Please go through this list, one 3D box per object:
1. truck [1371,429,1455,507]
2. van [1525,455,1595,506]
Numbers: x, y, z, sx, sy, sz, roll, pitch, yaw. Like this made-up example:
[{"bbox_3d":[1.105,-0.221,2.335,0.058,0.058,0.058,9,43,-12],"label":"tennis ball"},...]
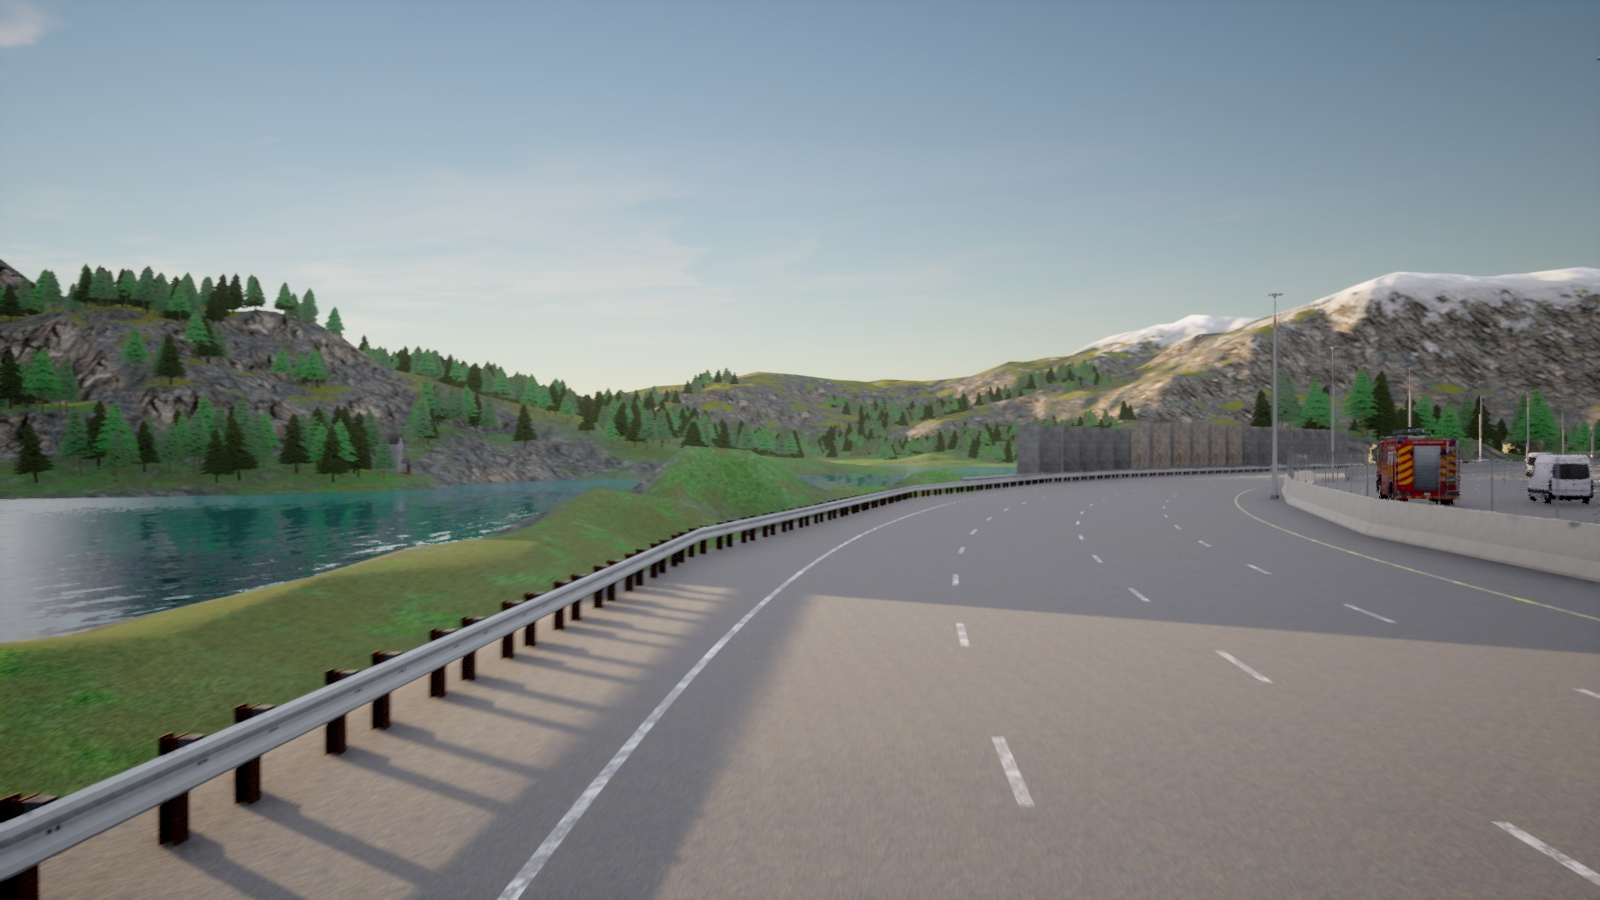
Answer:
[{"bbox_3d":[32.409,0.889,60.739,2.891,3.827,8.468,0,0,21],"label":"truck"},{"bbox_3d":[40.309,1.541,60.735,1.988,2.561,5.915,0,0,23],"label":"van"}]
